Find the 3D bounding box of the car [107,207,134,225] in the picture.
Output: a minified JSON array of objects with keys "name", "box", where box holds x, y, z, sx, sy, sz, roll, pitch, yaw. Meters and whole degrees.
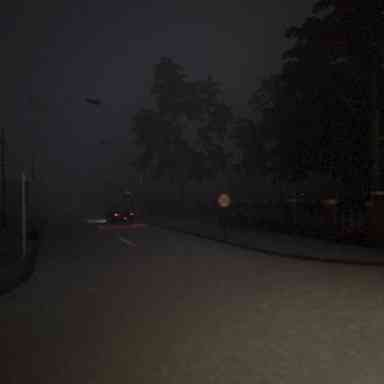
[{"name":"car","box":[-6.298,2.008,29.150,1.812,1.442,4.674,-1,-1,-22]}]
